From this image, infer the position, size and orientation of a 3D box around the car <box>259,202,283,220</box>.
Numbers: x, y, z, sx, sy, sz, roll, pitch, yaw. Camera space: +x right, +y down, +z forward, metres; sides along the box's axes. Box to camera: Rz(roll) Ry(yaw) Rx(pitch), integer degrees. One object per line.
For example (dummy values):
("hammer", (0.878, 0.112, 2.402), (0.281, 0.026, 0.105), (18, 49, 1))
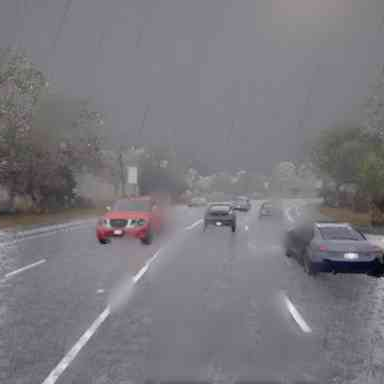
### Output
("car", (6.567, 1.568, 27.672), (2.033, 1.411, 5.357), (0, 0, 12))

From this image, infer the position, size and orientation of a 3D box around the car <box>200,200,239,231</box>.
("car", (1.852, 1.508, 20.865), (1.837, 1.490, 4.892), (0, 0, 9))

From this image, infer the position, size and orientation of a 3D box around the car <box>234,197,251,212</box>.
("car", (5.719, 1.578, 38.703), (1.994, 1.385, 4.181), (0, 0, 16))

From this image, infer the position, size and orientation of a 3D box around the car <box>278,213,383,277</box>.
("car", (4.159, 1.576, 10.357), (1.994, 1.385, 4.181), (0, 0, 5))

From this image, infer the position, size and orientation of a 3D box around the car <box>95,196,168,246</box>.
("car", (-2.591, 1.210, 15.700), (2.150, 2.045, 5.566), (0, 0, 7))

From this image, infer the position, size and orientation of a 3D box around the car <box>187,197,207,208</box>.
("car", (0.850, 1.489, 47.283), (1.837, 1.490, 4.892), (0, 0, 19))
